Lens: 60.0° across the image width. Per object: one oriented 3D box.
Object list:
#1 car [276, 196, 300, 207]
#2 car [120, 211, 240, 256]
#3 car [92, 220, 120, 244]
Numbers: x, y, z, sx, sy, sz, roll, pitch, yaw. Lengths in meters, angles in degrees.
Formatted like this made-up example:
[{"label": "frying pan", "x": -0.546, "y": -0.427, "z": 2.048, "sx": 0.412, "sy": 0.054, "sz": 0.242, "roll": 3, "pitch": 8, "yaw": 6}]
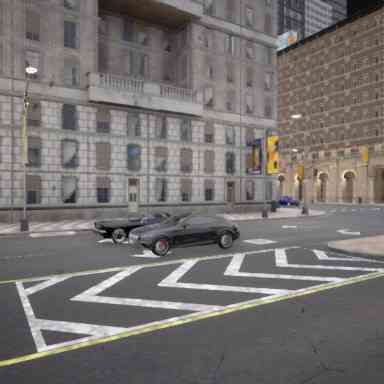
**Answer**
[{"label": "car", "x": 14.791, "y": 1.477, "z": 52.775, "sx": 1.882, "sy": 1.535, "sz": 5.008, "roll": 0, "pitch": 0, "yaw": -32}, {"label": "car", "x": -0.202, "y": 1.526, "z": 13.174, "sx": 4.674, "sy": 1.442, "sz": 1.812, "roll": 0, "pitch": 0, "yaw": -31}, {"label": "car", "x": -2.297, "y": 1.601, "z": 15.997, "sx": 4.718, "sy": 1.301, "sz": 1.895, "roll": 0, "pitch": 0, "yaw": -31}]
